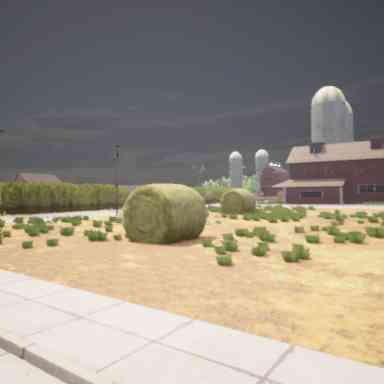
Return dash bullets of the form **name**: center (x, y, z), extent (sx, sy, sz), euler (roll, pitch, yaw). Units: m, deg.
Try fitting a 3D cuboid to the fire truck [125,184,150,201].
- **fire truck**: center (-6.753, 0.730, 53.022), extent (2.891, 3.827, 8.468), euler (-1, 0, 33)
